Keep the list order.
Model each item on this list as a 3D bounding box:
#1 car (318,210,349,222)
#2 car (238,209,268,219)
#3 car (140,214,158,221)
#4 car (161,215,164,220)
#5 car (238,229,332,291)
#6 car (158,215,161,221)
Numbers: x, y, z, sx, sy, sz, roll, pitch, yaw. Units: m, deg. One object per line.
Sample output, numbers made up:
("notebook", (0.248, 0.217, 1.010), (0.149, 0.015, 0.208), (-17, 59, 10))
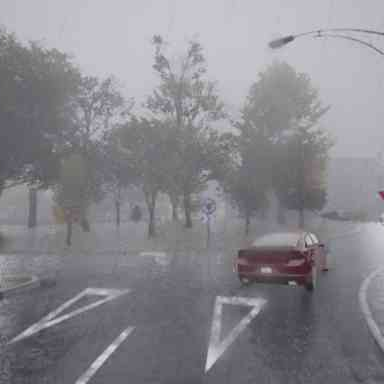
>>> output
("car", (18.884, 3.147, 44.615), (2.128, 1.511, 4.902), (2, -3, -11))
("car", (11.316, 4.176, 62.141), (5.566, 2.045, 2.150), (-3, -6, 35))
("car", (-12.254, 7.079, 88.629), (4.892, 1.521, 2.231), (1, -5, -16))
("car", (-11.780, 7.367, 94.570), (5.566, 2.045, 2.435), (1, -6, -16))
("car", (3.003, 1.892, 10.270), (1.882, 1.535, 5.008), (-5, -5, 29))
("car", (-12.065, 7.096, 91.594), (5.566, 2.045, 2.435), (1, -5, -16))
